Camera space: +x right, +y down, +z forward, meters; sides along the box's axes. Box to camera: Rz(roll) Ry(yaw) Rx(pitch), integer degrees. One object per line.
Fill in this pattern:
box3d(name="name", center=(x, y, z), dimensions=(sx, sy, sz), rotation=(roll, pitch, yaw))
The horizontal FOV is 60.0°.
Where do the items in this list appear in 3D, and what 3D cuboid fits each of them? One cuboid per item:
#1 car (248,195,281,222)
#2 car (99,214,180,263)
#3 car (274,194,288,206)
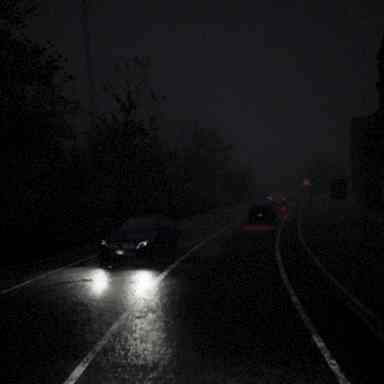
box3d(name="car", center=(5.389, 1.341, 24.983), dimensions=(1.882, 1.535, 5.008), rotation=(-1, 1, 18))
box3d(name="car", center=(-1.726, 1.594, 12.474), dimensions=(1.812, 1.442, 4.674), rotation=(-1, 0, 12))
box3d(name="car", center=(10.950, 0.933, 41.794), dimensions=(1.812, 1.442, 4.674), rotation=(-1, 2, 19))
